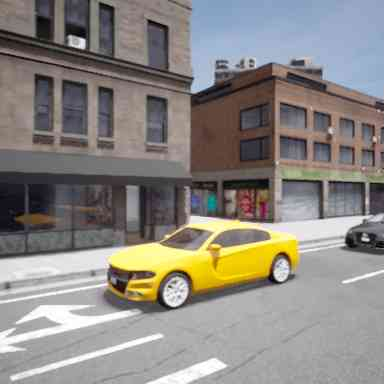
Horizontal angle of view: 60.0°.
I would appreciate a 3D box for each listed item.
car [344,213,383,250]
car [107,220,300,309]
[{"bbox_3d":[8.021,1.558,13.379,4.181,1.385,1.994,0,0,-35],"label":"car"},{"bbox_3d":[0.483,1.476,8.019,5.008,1.535,1.882,0,0,-35],"label":"car"}]
